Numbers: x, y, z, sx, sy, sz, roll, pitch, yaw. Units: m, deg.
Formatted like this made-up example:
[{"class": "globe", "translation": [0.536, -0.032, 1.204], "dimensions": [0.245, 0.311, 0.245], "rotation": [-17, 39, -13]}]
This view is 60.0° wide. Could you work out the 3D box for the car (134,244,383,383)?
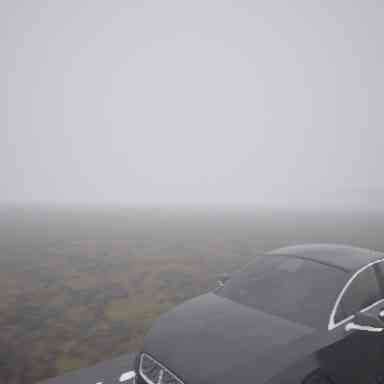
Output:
[{"class": "car", "translation": [1.616, 1.527, 4.355], "dimensions": [4.892, 1.490, 1.837], "rotation": [0, 0, -38]}]
